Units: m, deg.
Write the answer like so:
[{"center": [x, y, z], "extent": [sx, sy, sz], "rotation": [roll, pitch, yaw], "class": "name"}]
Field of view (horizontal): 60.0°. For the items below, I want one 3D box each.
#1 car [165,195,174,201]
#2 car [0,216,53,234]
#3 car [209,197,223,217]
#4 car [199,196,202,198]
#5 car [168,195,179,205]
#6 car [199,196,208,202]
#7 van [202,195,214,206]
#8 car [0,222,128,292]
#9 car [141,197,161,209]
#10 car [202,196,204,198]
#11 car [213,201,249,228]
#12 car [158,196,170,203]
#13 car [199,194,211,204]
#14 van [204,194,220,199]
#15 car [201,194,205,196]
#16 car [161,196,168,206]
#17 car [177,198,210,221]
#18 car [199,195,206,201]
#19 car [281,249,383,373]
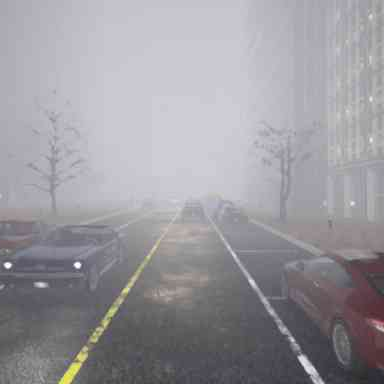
[{"center": [-5.708, 1.548, 84.324], "extent": [2.008, 1.369, 4.403], "rotation": [1, 0, 0], "class": "car"}, {"center": [-5.686, 1.547, 10.967], "extent": [1.887, 1.381, 4.507], "rotation": [1, 0, 0], "class": "car"}, {"center": [2.691, 1.445, 27.931], "extent": [1.967, 1.590, 4.097], "rotation": [1, 0, 0], "class": "car"}, {"center": [0.076, 1.531, 46.021], "extent": [1.812, 1.442, 4.674], "rotation": [0, 0, 0], "class": "car"}, {"center": [-3.031, 1.529, 58.449], "extent": [1.812, 1.442, 4.674], "rotation": [0, 0, 0], "class": "car"}, {"center": [2.674, 1.581, 78.704], "extent": [1.802, 1.307, 4.206], "rotation": [1, 0, 0], "class": "car"}, {"center": [2.683, 1.345, 56.139], "extent": [1.690, 1.788, 3.998], "rotation": [1, 0, 0], "class": "van"}, {"center": [-3.104, 1.603, 9.055], "extent": [1.895, 1.301, 4.718], "rotation": [0, 0, 0], "class": "car"}, {"center": [-5.695, 1.445, 44.825], "extent": [1.967, 1.590, 4.097], "rotation": [1, 0, 0], "class": "car"}, {"center": [2.684, 1.556, 44.856], "extent": [2.008, 1.369, 4.403], "rotation": [1, 0, 0], "class": "car"}, {"center": [2.691, 1.549, 22.290], "extent": [1.887, 1.381, 4.507], "rotation": [1, 0, 0], "class": "car"}, {"center": [-5.703, 1.552, 67.396], "extent": [2.008, 1.369, 4.403], "rotation": [1, 0, 0], "class": "car"}, {"center": [2.681, 1.316, 67.421], "extent": [2.192, 1.841, 5.009], "rotation": [1, 0, 0], "class": "car"}, {"center": [2.688, 1.347, 39.214], "extent": [1.690, 1.788, 3.998], "rotation": [1, 0, 0], "class": "van"}, {"center": [2.685, 1.320, 50.497], "extent": [2.192, 1.841, 5.009], "rotation": [1, 0, 0], "class": "car"}, {"center": [-5.699, 1.554, 56.110], "extent": [2.008, 1.369, 4.403], "rotation": [1, 0, 0], "class": "car"}, {"center": [0.092, 1.498, 27.626], "extent": [2.128, 1.511, 4.902], "rotation": [0, 0, 0], "class": "car"}, {"center": [2.673, 1.522, 84.515], "extent": [1.752, 1.417, 4.829], "rotation": [1, 0, 0], "class": "car"}, {"center": [2.696, 1.584, 5.365], "extent": [1.802, 1.307, 4.206], "rotation": [0, 0, 0], "class": "car"}]
